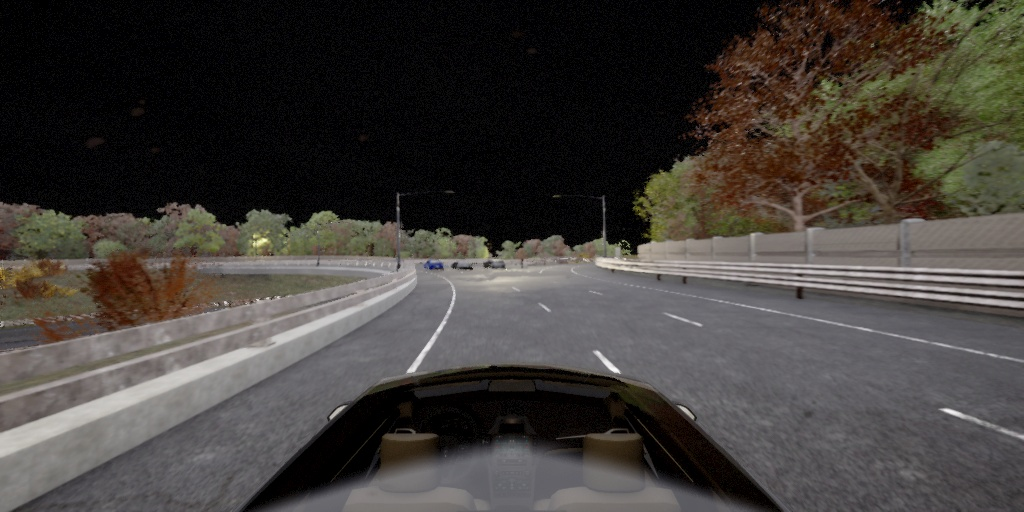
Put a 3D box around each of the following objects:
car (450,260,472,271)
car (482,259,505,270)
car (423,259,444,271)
[{"bbox_3d":[-7.017,1.239,49.145,1.994,1.385,4.181,-1,0,-25],"label":"car"},{"bbox_3d":[-2.467,1.083,47.649,2.128,1.511,4.902,-1,0,-24],"label":"car"},{"bbox_3d":[-10.763,1.228,48.955,1.882,1.535,5.008,-1,0,-26],"label":"car"}]
